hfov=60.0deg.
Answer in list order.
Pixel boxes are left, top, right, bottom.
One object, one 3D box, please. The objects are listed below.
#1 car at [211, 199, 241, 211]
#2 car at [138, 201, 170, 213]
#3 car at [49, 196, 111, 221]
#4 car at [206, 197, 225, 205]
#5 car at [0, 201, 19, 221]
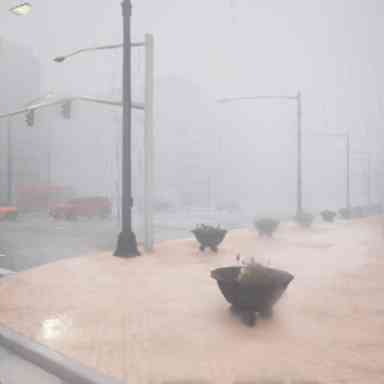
[{"bbox_3d":[5.580,2.126,51.114,2.033,1.411,5.357,0,-1,35],"label":"car"},{"bbox_3d":[-4.833,1.881,42.486,2.128,1.511,4.902,0,-1,35],"label":"car"},{"bbox_3d":[-9.722,1.417,29.420,2.150,2.045,5.566,0,-1,35],"label":"car"},{"bbox_3d":[4.108,1.587,55.071,2.097,1.767,4.553,0,-1,35],"label":"car"},{"bbox_3d":[-16.293,1.481,26.164,2.097,1.767,4.553,0,-1,35],"label":"car"}]
